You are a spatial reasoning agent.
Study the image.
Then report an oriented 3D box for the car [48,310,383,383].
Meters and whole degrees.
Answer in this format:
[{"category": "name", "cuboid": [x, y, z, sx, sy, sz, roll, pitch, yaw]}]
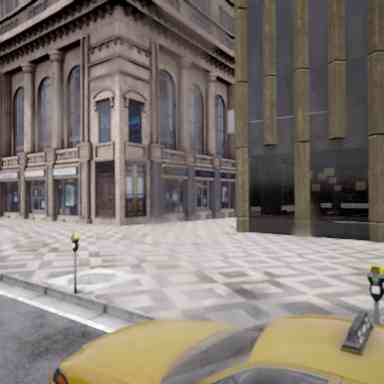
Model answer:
[{"category": "car", "cuboid": [0.881, 1.528, 2.344, 4.829, 1.417, 1.752, 0, 0, 36]}]
